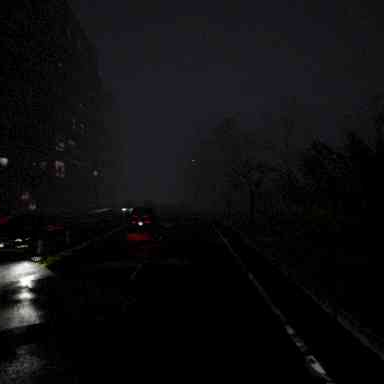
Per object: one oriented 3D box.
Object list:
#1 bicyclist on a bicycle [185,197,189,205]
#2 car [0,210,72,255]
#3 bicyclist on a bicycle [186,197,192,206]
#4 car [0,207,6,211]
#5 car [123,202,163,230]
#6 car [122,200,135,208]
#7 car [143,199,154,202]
[{"bbox_3d":[-1.065,2.078,76.866,0.866,1.612,1.509,0,0,-4],"label":"bicyclist on a bicycle"},{"bbox_3d":[-6.601,1.623,13.911,1.837,1.490,4.892,0,0,0],"label":"car"},{"bbox_3d":[-0.440,1.939,67.811,0.659,1.776,1.843,0,0,-4],"label":"bicyclist on a bicycle"},{"bbox_3d":[-9.852,1.478,14.912,2.097,1.767,4.553,0,0,0],"label":"car"},{"bbox_3d":[-3.151,1.699,22.775,1.837,1.490,4.892,0,0,0],"label":"car"},{"bbox_3d":[-10.544,2.026,56.167,2.033,1.411,5.357,0,0,-2],"label":"car"},{"bbox_3d":[-7.259,1.946,55.132,1.882,1.535,5.008,0,0,-2],"label":"car"}]
